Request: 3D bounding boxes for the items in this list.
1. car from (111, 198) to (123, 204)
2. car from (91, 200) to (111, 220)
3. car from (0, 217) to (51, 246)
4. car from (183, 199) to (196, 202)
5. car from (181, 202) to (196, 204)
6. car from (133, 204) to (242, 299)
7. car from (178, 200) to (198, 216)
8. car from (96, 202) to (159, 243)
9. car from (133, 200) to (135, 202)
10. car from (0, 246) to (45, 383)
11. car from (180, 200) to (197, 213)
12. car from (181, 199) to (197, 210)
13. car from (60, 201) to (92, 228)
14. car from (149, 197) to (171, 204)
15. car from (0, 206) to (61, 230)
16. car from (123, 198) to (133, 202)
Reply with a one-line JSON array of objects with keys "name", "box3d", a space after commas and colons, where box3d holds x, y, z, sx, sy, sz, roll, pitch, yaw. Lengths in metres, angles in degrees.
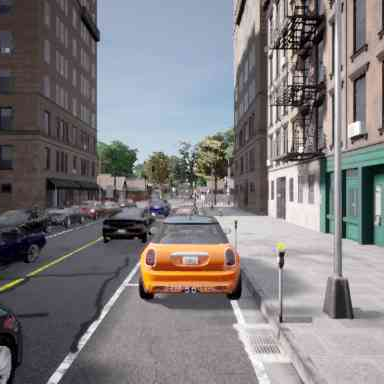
[{"name": "car", "box3d": [-8.408, 1.535, 32.737, 1.752, 1.417, 4.829, 0, 0, 0]}, {"name": "car", "box3d": [-8.408, 1.446, 27.388, 1.967, 1.590, 4.097, 0, 0, 0]}, {"name": "car", "box3d": [-5.867, 1.601, 9.064, 1.895, 1.301, 4.718, 0, 0, 0]}, {"name": "car", "box3d": [-0.383, 1.531, 27.562, 1.752, 1.417, 4.829, 0, 0, 0]}, {"name": "car", "box3d": [-0.383, 1.584, 21.873, 1.802, 1.307, 4.206, 0, 0, 0]}, {"name": "car", "box3d": [-0.032, 1.353, 8.620, 2.097, 1.767, 4.553, 0, 0, 0]}, {"name": "car", "box3d": [-0.383, 1.554, 32.910, 1.887, 1.381, 4.507, 0, 0, 0]}, {"name": "car", "box3d": [-2.919, 1.478, 16.238, 1.882, 1.535, 5.008, 0, 0, 0]}, {"name": "car", "box3d": [-8.408, 1.600, 43.945, 1.802, 1.307, 4.206, 0, 0, 0]}, {"name": "car", "box3d": [-2.922, 1.505, 1.995, 1.837, 1.490, 4.892, 0, 0, 0]}, {"name": "car", "box3d": [-0.383, 1.596, 38.428, 1.802, 1.307, 4.206, 0, 0, 0]}, {"name": "car", "box3d": [-0.383, 1.584, 43.946, 1.947, 1.339, 4.313, 0, 0, 0]}, {"name": "car", "box3d": [-8.408, 1.553, 21.869, 2.008, 1.369, 4.403, 0, 0, 0]}, {"name": "car", "box3d": [-3.017, 1.359, 30.483, 2.097, 1.767, 4.553, 0, 0, 0]}, {"name": "car", "box3d": [-8.408, 1.567, 16.351, 1.947, 1.339, 4.313, 0, 0, 0]}, {"name": "car", "box3d": [-8.408, 1.454, 38.426, 1.967, 1.590, 4.097, 0, 0, 0]}]
